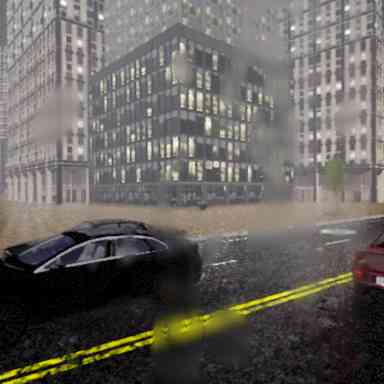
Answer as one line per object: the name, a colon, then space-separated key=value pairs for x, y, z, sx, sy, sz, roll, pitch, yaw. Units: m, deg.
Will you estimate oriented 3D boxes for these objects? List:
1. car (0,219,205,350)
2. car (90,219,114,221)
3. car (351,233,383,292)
car: x=-2.021 y=1.482 z=6.300 sx=4.902 sy=1.511 sz=2.128 roll=0 pitch=0 yaw=-36
car: x=-2.564 y=1.528 z=9.900 sx=5.357 sy=1.411 sz=2.033 roll=0 pitch=0 yaw=-36
car: x=5.378 y=1.468 z=7.494 sx=4.674 sy=1.442 sz=1.812 roll=0 pitch=0 yaw=-37
